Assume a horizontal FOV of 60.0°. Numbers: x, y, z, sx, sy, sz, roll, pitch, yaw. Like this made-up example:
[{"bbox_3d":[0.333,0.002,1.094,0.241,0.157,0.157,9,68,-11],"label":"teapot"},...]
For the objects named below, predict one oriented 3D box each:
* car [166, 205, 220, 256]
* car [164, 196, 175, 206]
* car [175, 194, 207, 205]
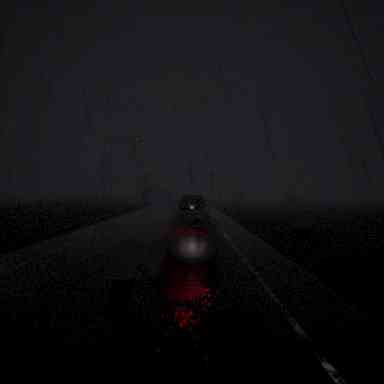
[{"bbox_3d":[0.040,1.497,13.095,1.837,1.490,4.892,0,0,1],"label":"car"},{"bbox_3d":[-3.578,1.414,54.637,1.882,1.535,5.008,0,0,0],"label":"car"},{"bbox_3d":[0.023,1.200,26.920,2.150,2.045,5.566,0,0,0],"label":"car"}]
